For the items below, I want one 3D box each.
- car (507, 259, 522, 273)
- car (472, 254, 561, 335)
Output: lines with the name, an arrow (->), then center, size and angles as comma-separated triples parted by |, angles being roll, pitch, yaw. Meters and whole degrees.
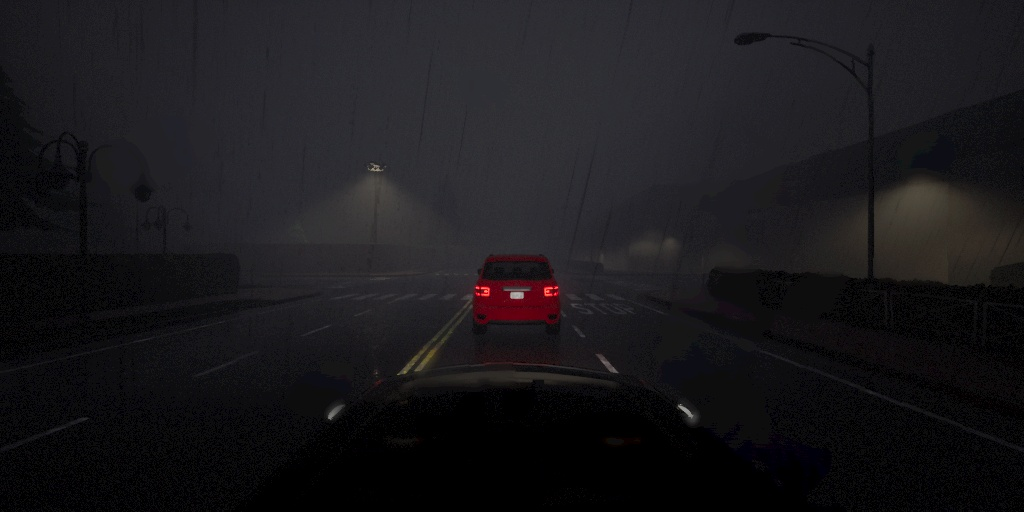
car -> 0.325, 1.228, 45.534 | 1.882, 1.535, 5.008 | 0, 0, 1
car -> 0.115, 0.971, 10.677 | 2.150, 2.045, 5.566 | 0, 0, 0
